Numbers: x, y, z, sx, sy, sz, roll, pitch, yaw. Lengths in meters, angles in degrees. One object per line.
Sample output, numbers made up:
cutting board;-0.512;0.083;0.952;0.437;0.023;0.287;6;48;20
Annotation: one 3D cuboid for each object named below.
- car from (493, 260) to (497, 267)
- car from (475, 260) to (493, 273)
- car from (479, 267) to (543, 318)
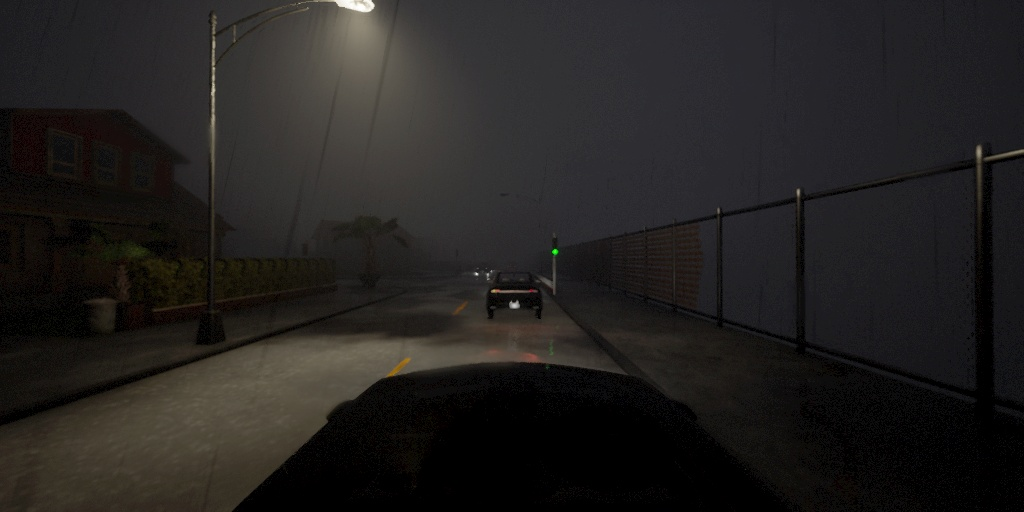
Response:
car;-4.081;1.724;61.120;2.033;1.411;5.357;0;0;0
car;-4.100;1.611;51.255;1.837;1.490;4.892;0;0;0
car;0.081;1.326;13.456;2.128;1.511;4.902;0;0;0
